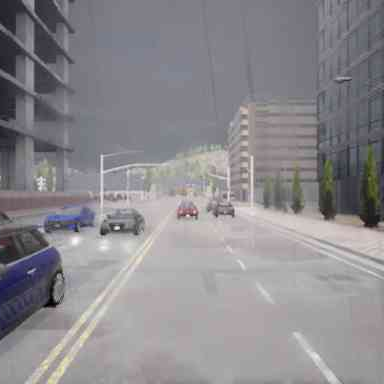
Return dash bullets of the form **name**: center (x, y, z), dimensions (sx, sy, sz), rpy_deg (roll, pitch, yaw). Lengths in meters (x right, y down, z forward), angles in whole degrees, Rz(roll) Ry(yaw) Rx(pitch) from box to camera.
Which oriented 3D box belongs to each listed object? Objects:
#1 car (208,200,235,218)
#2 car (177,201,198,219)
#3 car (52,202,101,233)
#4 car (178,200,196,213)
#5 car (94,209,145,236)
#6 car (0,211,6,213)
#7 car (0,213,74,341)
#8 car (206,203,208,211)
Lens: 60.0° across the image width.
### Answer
- **car**: center (3.063, 1.682, 32.827), dimensions (2.128, 1.511, 4.902), rpy_deg (0, 0, -1)
- **car**: center (-0.405, 1.781, 30.985), dimensions (1.895, 1.301, 4.718), rpy_deg (0, 0, -1)
- **car**: center (-7.425, 1.600, 20.737), dimensions (1.882, 1.535, 5.008), rpy_deg (0, -1, -1)
- **car**: center (-0.597, 1.788, 41.426), dimensions (2.033, 1.411, 5.357), rpy_deg (0, 0, -1)
- **car**: center (-3.864, 1.675, 19.021), dimensions (1.994, 1.385, 4.181), rpy_deg (0, 0, -1)
- **car**: center (-7.242, 1.413, 10.283), dimensions (2.097, 1.767, 4.553), rpy_deg (0, 0, -1)
- **car**: center (-3.665, 1.383, 5.012), dimensions (2.097, 1.767, 4.553), rpy_deg (0, 0, -1)
- **car**: center (2.890, 1.770, 42.334), dimensions (1.812, 1.442, 4.674), rpy_deg (0, 0, -1)
